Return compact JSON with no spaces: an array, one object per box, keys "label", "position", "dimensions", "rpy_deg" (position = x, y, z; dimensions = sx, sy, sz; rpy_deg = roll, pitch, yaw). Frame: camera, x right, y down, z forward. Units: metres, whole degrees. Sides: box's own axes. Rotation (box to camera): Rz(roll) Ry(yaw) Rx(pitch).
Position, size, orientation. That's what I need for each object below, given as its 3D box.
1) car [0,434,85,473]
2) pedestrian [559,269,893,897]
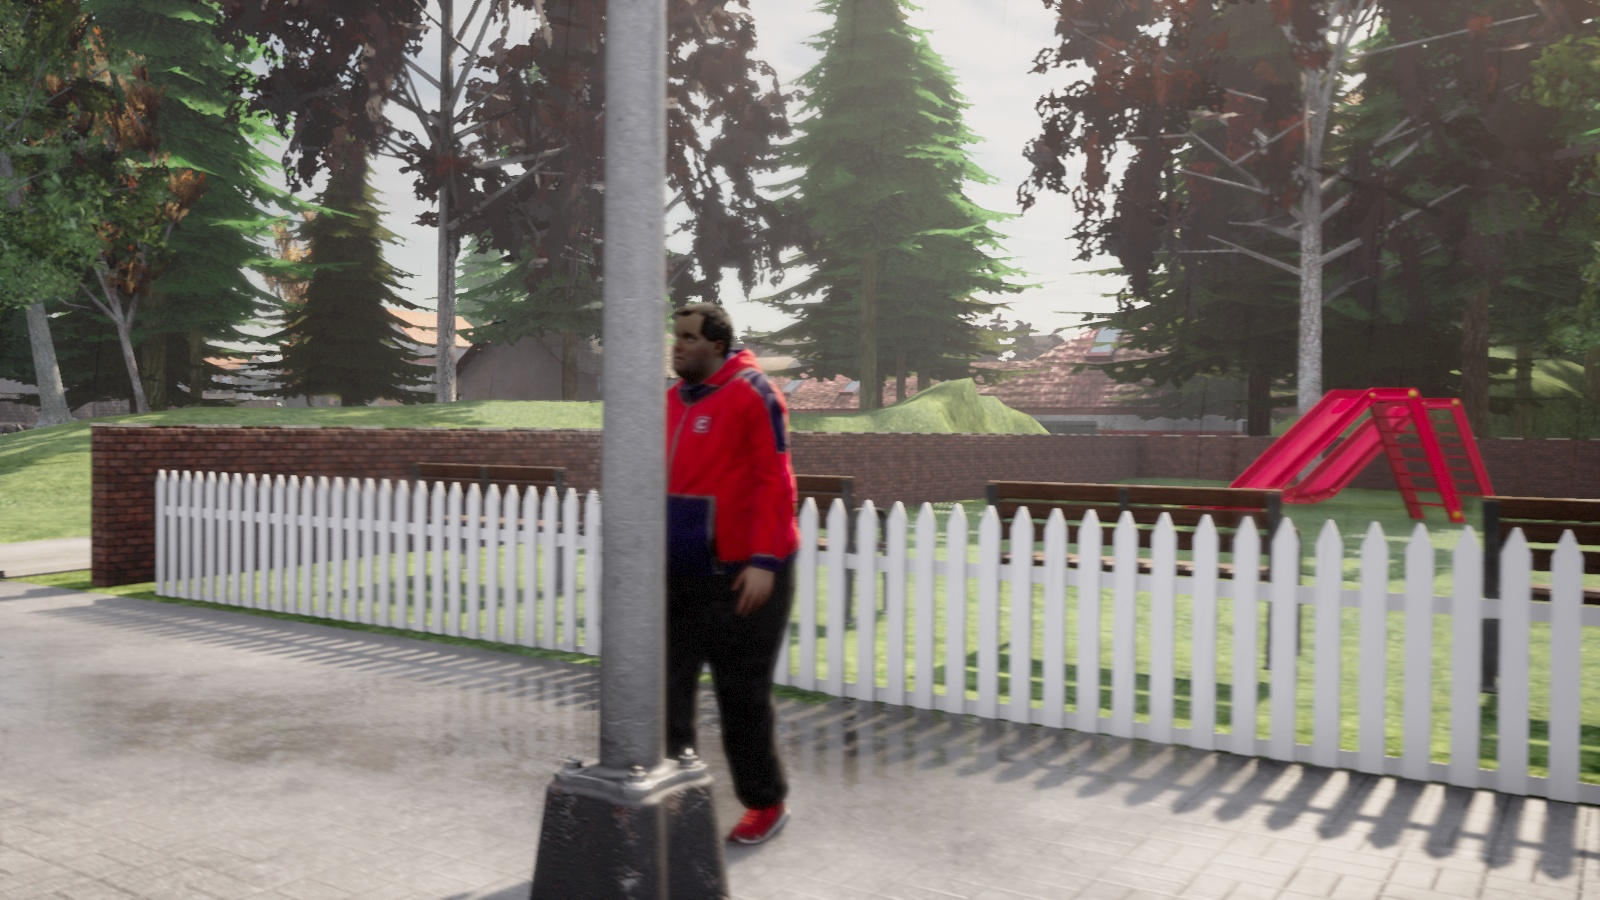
[{"label":"car","position":[-34.966,0.125,56.208],"dimensions":[2.242,1.667,4.611],"rpy_deg":[0,1,33]},{"label":"pedestrian","position":[-0.240,0.386,4.211],"dimensions":[0.899,1.844,0.634],"rpy_deg":[-1,1,-39]}]
